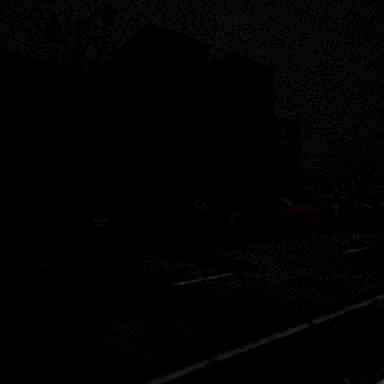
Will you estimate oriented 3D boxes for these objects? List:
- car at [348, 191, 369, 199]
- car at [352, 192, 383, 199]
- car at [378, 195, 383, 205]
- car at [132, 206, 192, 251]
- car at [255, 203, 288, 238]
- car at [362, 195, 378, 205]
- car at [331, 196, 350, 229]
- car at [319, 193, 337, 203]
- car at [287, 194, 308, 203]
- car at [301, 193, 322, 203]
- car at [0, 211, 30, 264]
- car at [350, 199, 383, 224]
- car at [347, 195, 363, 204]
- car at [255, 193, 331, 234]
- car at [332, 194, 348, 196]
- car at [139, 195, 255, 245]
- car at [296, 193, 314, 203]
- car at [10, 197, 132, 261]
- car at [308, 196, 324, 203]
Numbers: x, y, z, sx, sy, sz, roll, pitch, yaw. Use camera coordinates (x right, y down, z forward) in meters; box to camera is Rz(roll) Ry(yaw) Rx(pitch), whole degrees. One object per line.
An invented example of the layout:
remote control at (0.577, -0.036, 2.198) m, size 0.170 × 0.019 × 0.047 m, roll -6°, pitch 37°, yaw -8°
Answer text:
car at (25.560, 0.882, 49.665) m, size 2.435 × 2.045 × 5.566 m, roll 1°, pitch -1°, yaw 35°
car at (16.925, 1.205, 27.984) m, size 5.566 × 2.045 × 2.435 m, roll -1°, pitch 0°, yaw 35°
car at (36.866, 1.520, 63.090) m, size 2.185 × 1.767 × 4.553 m, roll 1°, pitch -2°, yaw 35°
car at (-2.679, 1.495, 14.031) m, size 4.792 × 1.488 × 2.163 m, roll -1°, pitch -1°, yaw 35°
car at (2.219, 1.495, 17.517) m, size 4.792 × 1.488 × 2.163 m, roll -1°, pitch -1°, yaw 35°
car at (35.187, 1.524, 65.623) m, size 2.185 × 1.767 × 4.553 m, roll 1°, pitch -2°, yaw 35°
car at (7.120, 1.341, 20.989) m, size 4.553 × 1.767 × 2.185 m, roll -1°, pitch -1°, yaw 35°
car at (30.000, 1.399, 73.034) m, size 2.435 × 2.045 × 5.566 m, roll 1°, pitch -2°, yaw 35°
car at (18.935, 1.137, 59.578) m, size 1.946 × 1.575 × 5.366 m, roll 0°, pitch -1°, yaw 35°
car at (20.499, 1.010, 56.967) m, size 2.185 × 1.767 × 4.553 m, roll 0°, pitch -1°, yaw 35°
car at (-7.604, 1.465, 10.563) m, size 5.008 × 1.535 × 2.097 m, roll -1°, pitch -1°, yaw 35°
car at (12.015, 1.467, 24.491) m, size 5.008 × 1.535 × 2.097 m, roll -1°, pitch -1°, yaw 35°
car at (33.461, 1.525, 68.109) m, size 2.185 × 1.767 × 4.553 m, roll 1°, pitch -2°, yaw 35°
car at (4.669, 1.215, 19.264) m, size 5.566 × 2.045 × 2.435 m, roll -1°, pitch -1°, yaw 35°
car at (23.882, 1.175, 52.123) m, size 2.002 × 1.452 × 4.674 m, roll 1°, pitch 0°, yaw 35°
car at (-0.232, 1.214, 15.780) m, size 5.566 × 2.045 × 2.435 m, roll -1°, pitch -1°, yaw 35°
car at (26.594, 1.403, 78.055) m, size 2.435 × 2.045 × 5.566 m, roll 1°, pitch -2°, yaw 35°
car at (-5.182, 1.214, 12.316) m, size 5.566 × 2.045 × 2.435 m, roll -1°, pitch -1°, yaw 35°
car at (28.268, 1.680, 75.512) m, size 2.163 × 1.488 × 4.792 m, roll 1°, pitch -2°, yaw 35°
